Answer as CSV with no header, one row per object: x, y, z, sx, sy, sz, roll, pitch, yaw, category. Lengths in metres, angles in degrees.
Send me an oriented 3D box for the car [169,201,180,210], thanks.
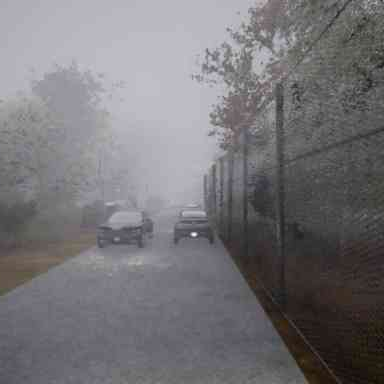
-2.767,2.293,56.482,1.837,1.490,4.892,0,-1,2,car

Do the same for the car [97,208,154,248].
-2.865,1.536,15.177,1.882,1.535,5.008,0,0,0,car

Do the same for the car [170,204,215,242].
0.080,1.573,16.608,1.837,1.490,4.892,0,-1,0,car
